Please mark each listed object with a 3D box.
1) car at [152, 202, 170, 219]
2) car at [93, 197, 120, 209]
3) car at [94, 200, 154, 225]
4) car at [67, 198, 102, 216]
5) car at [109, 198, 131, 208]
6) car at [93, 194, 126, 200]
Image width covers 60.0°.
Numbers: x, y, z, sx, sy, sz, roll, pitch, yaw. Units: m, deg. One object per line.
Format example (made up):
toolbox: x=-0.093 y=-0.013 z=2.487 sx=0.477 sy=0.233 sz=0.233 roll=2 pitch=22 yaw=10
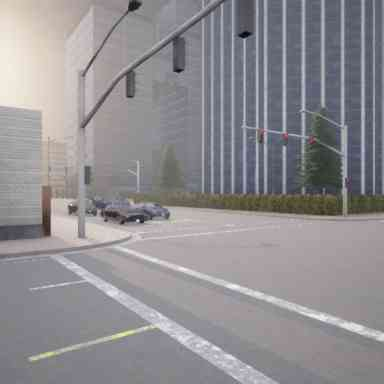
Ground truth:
car: x=-3.711 y=1.581 z=29.045 sx=1.812 sy=1.442 sz=4.674 roll=0 pitch=0 yaw=-36
car: x=-12.203 y=1.547 z=47.167 sx=2.128 sy=1.511 sz=4.902 roll=0 pitch=0 yaw=-36
car: x=-5.305 y=1.603 z=25.232 sx=2.033 sy=1.411 sz=5.357 roll=0 pitch=0 yaw=-36
car: x=-10.975 y=1.560 z=33.141 sx=1.837 sy=1.490 sz=4.892 roll=0 pitch=0 yaw=-36
car: x=-11.274 y=1.619 z=51.872 sx=1.994 sy=1.385 sz=4.181 roll=0 pitch=0 yaw=-36
car: x=-9.374 y=1.277 z=36.917 sx=2.150 sy=2.045 sz=5.566 roll=0 pitch=0 yaw=-36
